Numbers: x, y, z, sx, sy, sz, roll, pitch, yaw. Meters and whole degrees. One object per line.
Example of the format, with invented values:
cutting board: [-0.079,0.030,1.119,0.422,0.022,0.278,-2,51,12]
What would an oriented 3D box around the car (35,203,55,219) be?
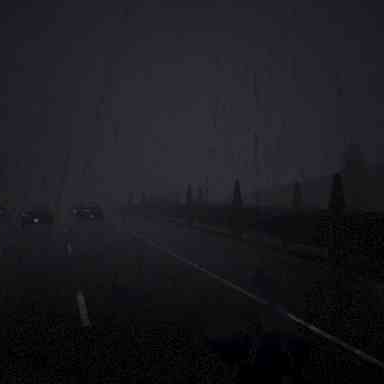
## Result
car: [-16.123,2.160,36.593,1.882,1.535,5.008,0,-5,-22]

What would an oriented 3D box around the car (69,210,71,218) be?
car: [-12.949,2.257,38.077,2.033,1.411,5.357,0,-4,-22]

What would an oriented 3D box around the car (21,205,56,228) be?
car: [-10.397,1.574,22.479,1.812,1.442,4.674,0,-1,-22]

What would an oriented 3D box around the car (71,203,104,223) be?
car: [-8.151,1.594,26.251,2.128,1.511,4.902,0,-1,-22]

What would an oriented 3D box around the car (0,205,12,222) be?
car: [-16.141,1.752,27.326,1.994,1.385,4.181,0,-2,-22]
